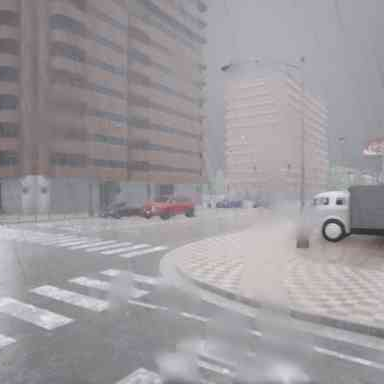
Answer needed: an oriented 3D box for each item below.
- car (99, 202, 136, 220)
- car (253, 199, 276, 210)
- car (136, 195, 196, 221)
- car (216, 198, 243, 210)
[{"bbox_3d":[-5.904,1.581,29.023,1.812,1.442,4.674,0,0,36],"label":"car"},{"bbox_3d":[9.799,1.620,44.929,1.994,1.385,4.181,0,0,36],"label":"car"},{"bbox_3d":[-1.888,1.277,28.648,2.150,2.045,5.566,0,0,35],"label":"car"},{"bbox_3d":[5.006,1.533,44.281,1.882,1.535,5.008,0,0,36],"label":"car"}]
